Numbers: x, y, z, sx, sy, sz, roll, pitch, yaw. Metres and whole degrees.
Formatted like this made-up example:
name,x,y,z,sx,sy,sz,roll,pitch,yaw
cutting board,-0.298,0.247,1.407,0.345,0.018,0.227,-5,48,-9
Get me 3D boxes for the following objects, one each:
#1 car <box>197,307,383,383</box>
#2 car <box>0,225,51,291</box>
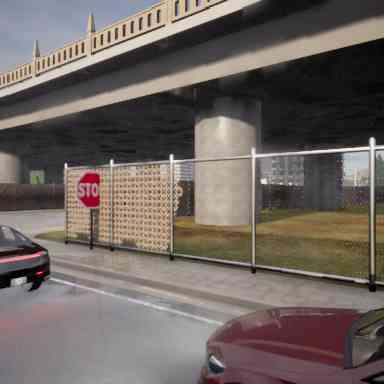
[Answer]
name,x,y,z,sx,sy,sz,roll,pitch,yaw
car,2.228,1.526,2.399,4.674,1.442,1.812,0,0,35
car,-5.277,1.491,7.750,4.902,1.511,2.128,0,0,35
